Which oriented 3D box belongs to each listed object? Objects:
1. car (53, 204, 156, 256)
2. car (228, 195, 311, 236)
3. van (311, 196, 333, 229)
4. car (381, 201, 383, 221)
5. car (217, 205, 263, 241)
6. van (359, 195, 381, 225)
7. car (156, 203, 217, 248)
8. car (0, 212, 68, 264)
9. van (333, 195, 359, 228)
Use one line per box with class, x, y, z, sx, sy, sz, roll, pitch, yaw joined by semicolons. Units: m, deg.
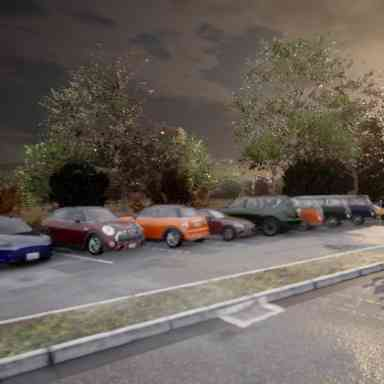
car;-3.995;1.369;13.248;4.553;1.767;2.185;-1;-1;34
car;3.249;1.228;18.461;5.566;2.045;2.435;-1;0;34
van;5.788;1.246;20.122;4.442;1.987;1.878;-1;-1;34
car;13.091;1.453;25.304;5.366;1.575;1.946;-1;-1;34
car;0.862;1.524;16.708;4.674;1.452;2.002;-1;-1;34
van;10.617;1.236;23.608;4.442;1.987;1.878;-1;-1;34
car;-1.532;1.363;14.945;4.553;1.767;2.185;-1;0;34
car;-6.698;1.529;11.236;4.792;1.488;2.163;-1;-1;34
van;8.202;1.241;21.865;4.442;1.987;1.878;-1;-1;34
